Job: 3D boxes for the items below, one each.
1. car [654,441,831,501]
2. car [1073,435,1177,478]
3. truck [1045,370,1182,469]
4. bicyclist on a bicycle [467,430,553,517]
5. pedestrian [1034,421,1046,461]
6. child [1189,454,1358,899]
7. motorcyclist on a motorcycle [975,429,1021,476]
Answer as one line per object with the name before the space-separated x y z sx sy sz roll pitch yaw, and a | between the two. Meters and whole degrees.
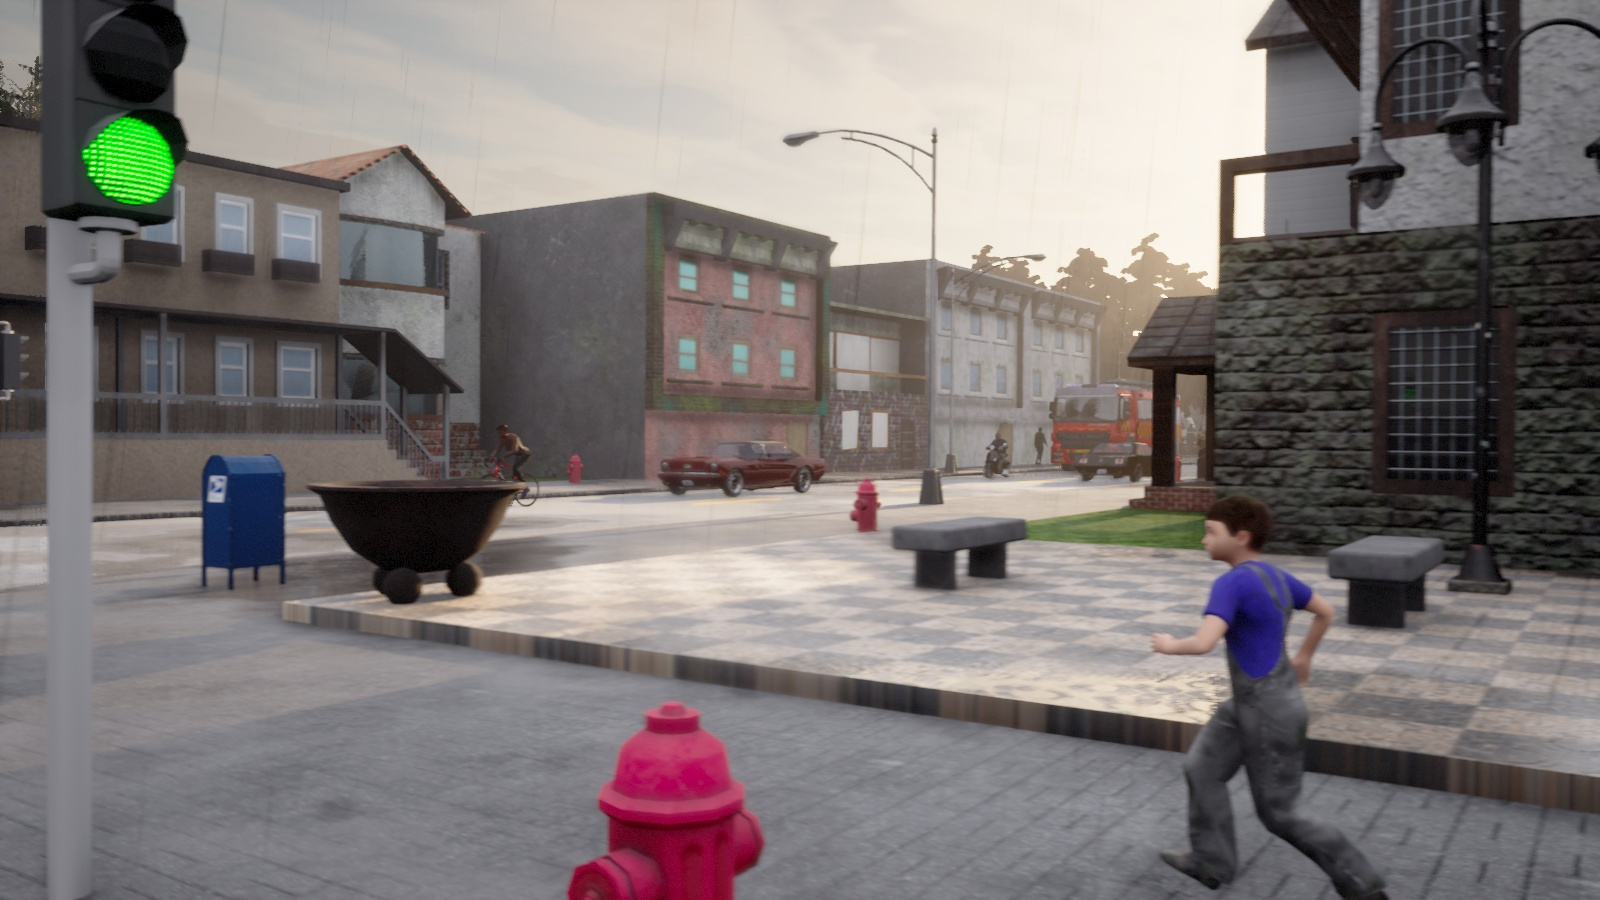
car | -1.315 0.456 30.777 1.895 1.301 4.718 0 1 34
car | 10.919 0.186 41.940 1.895 1.301 4.718 0 1 34
truck | 13.338 -1.242 52.795 2.891 3.827 8.468 0 1 34
bicyclist on a bicycle | -5.612 0.435 24.347 0.582 1.620 1.656 0 1 33
pedestrian | 11.274 -0.425 58.969 0.353 1.847 0.614 0 1 32
child | 1.388 0.646 3.675 0.437 1.263 0.270 0 1 25
motorcyclist on a motorcycle | 6.773 0.070 42.931 0.866 1.590 1.817 0 1 34
